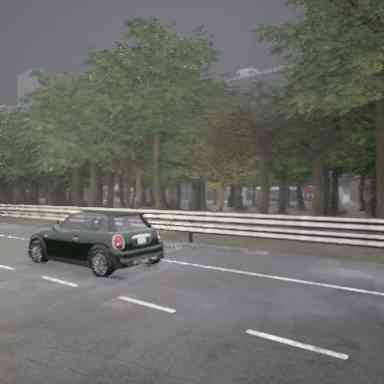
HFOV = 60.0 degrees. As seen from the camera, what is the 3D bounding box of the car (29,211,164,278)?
[{"bbox_3d":[-3.106,1.362,10.393,4.553,1.767,2.097,0,0,36],"label":"car"}]
